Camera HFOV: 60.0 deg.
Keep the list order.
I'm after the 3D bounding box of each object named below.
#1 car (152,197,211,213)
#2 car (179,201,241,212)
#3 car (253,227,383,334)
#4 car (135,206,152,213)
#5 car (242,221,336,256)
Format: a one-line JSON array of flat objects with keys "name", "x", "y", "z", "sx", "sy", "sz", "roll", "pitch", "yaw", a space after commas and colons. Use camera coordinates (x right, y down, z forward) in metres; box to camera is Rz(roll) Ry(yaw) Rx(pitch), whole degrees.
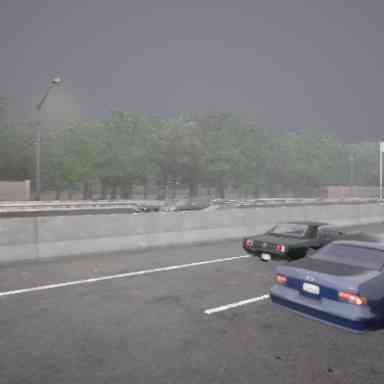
[{"name": "car", "x": -0.290, "y": 1.166, "z": 25.154, "sx": 4.553, "sy": 1.767, "sz": 2.097, "roll": 0, "pitch": 0, "yaw": -35}, {"name": "car", "x": 1.716, "y": 1.535, "z": 22.286, "sx": 4.674, "sy": 1.442, "sz": 1.812, "roll": 0, "pitch": 0, "yaw": -35}, {"name": "car", "x": 3.899, "y": 1.549, "z": 6.649, "sx": 5.357, "sy": 1.411, "sz": 2.033, "roll": 0, "pitch": 0, "yaw": -35}, {"name": "car", "x": -2.370, "y": 1.407, "z": 27.969, "sx": 4.718, "sy": 1.301, "sz": 1.895, "roll": 0, "pitch": 0, "yaw": -35}, {"name": "car", "x": 3.977, "y": 1.604, "z": 11.006, "sx": 4.718, "sy": 1.301, "sz": 1.895, "roll": 0, "pitch": 0, "yaw": -35}]
